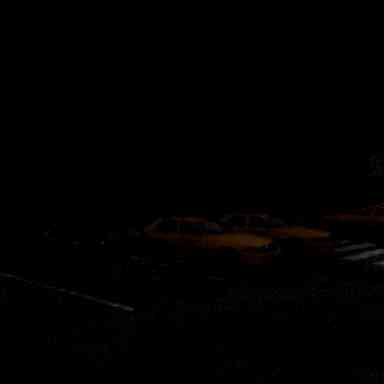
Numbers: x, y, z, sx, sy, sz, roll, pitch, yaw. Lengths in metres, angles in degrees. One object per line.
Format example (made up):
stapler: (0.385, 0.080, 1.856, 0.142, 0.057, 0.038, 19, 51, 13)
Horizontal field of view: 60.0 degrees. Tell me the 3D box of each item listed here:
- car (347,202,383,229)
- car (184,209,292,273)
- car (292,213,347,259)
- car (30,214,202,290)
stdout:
car: (9.607, 1.396, 17.902, 5.366, 1.575, 1.946, -1, 0, 34)
car: (0.146, 1.452, 10.696, 5.366, 1.575, 1.946, -1, -1, 34)
car: (2.588, 1.439, 12.441, 5.366, 1.575, 1.946, -1, -1, 34)
car: (-2.454, 1.472, 9.064, 4.892, 1.521, 2.231, -1, -1, 35)
